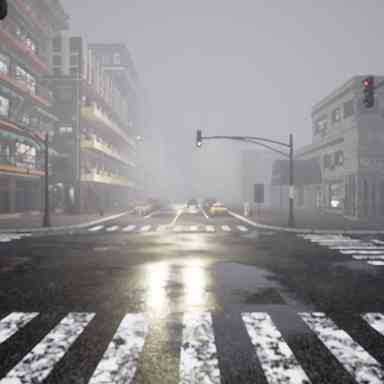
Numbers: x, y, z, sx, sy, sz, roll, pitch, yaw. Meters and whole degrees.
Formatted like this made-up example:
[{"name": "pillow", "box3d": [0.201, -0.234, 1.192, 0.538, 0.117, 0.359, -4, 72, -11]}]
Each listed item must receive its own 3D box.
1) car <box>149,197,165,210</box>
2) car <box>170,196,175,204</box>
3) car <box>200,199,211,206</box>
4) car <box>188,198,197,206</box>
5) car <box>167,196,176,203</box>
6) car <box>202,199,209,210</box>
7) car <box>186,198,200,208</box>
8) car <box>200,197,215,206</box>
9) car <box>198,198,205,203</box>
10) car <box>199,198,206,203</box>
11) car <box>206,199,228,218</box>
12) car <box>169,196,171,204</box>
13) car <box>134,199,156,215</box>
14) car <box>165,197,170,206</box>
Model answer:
[{"name": "car", "box3d": [-5.696, 1.693, 49.966, 2.192, 1.841, 5.009, 0, 0, 0]}, {"name": "car", "box3d": [-5.702, 2.157, 77.660, 1.887, 1.381, 4.507, 0, 0, 0]}, {"name": "car", "box3d": [2.681, 2.066, 66.583, 2.008, 1.369, 4.403, 0, 0, 0]}, {"name": "car", "box3d": [0.030, 2.075, 70.606, 1.812, 1.442, 4.674, 0, -1, 0]}, {"name": "car", "box3d": [-5.705, 2.077, 94.279, 2.192, 1.841, 5.009, 0, -1, 0]}, {"name": "car", "box3d": [2.685, 1.915, 44.427, 1.802, 1.307, 4.206, 0, 0, 0]}, {"name": "car", "box3d": [0.091, 1.953, 58.655, 1.837, 1.490, 4.892, 0, -1, 0]}, {"name": "car", "box3d": [2.685, 1.692, 49.968, 2.192, 1.841, 5.009, 0, 0, 0]}, {"name": "car", "box3d": [2.675, 2.313, 94.278, 2.008, 1.369, 4.403, 0, -1, 0]}, {"name": "car", "box3d": [2.676, 2.238, 88.910, 1.752, 1.417, 4.829, 0, -1, 0]}, {"name": "car", "box3d": [2.687, 1.773, 33.519, 1.752, 1.417, 4.829, 0, 0, 0]}, {"name": "car", "box3d": [-5.700, 2.040, 66.411, 1.752, 1.417, 4.829, 0, 0, 0]}, {"name": "car", "box3d": [-5.695, 1.814, 38.716, 1.752, 1.417, 4.829, 0, 0, 0]}, {"name": "car", "box3d": [-5.699, 2.020, 61.042, 2.008, 1.369, 4.403, 0, 0, 0]}]
